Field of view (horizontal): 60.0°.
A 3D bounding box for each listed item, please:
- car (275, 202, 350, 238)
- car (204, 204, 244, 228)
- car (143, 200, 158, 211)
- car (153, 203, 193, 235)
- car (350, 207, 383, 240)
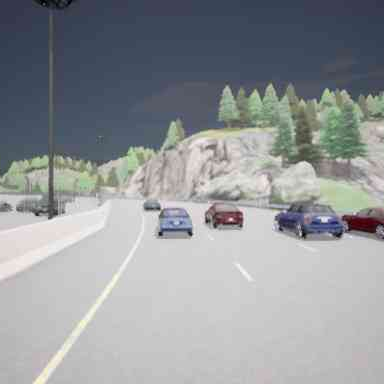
[{"bbox_3d":[6.062,1.371,17.823,2.097,1.767,4.553,0,0,-5],"label":"car"},{"bbox_3d":[2.036,1.512,22.426,1.882,1.535,5.008,0,0,-7],"label":"car"},{"bbox_3d":[-5.141,1.647,42.222,1.994,1.385,4.181,0,0,-13],"label":"car"},{"bbox_3d":[-1.036,1.583,18.933,2.033,1.411,5.357,0,0,-6],"label":"car"},{"bbox_3d":[9.654,1.488,17.157,1.882,1.535,5.008,0,0,-5],"label":"car"}]
